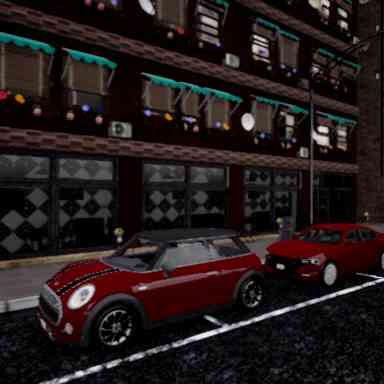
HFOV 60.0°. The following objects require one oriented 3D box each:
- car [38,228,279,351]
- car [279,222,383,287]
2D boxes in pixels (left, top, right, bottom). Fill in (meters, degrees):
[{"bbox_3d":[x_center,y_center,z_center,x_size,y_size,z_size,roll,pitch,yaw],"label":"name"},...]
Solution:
[{"bbox_3d":[-0.590,1.454,6.143,4.097,1.590,1.967,0,0,-36],"label":"car"},{"bbox_3d":[3.994,1.582,9.423,4.507,1.381,1.887,0,0,-36],"label":"car"}]
